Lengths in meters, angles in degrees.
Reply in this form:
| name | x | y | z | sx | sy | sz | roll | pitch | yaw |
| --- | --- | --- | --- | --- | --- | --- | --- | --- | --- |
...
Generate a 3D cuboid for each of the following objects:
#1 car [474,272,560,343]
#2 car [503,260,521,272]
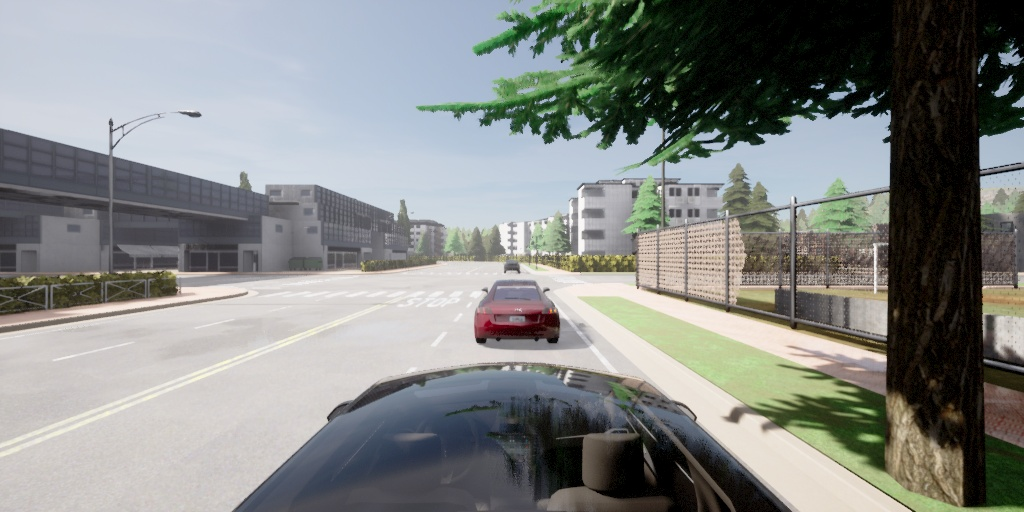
| name | x | y | z | sx | sy | sz | roll | pitch | yaw |
| --- | --- | --- | --- | --- | --- | --- | --- | --- | --- |
| car | 0.104 | 1.312 | 9.659 | 1.994 | 1.385 | 4.181 | 0 | 0 | 0 |
| car | -0.005 | 1.244 | 43.009 | 1.837 | 1.490 | 4.892 | 0 | 0 | 0 |
